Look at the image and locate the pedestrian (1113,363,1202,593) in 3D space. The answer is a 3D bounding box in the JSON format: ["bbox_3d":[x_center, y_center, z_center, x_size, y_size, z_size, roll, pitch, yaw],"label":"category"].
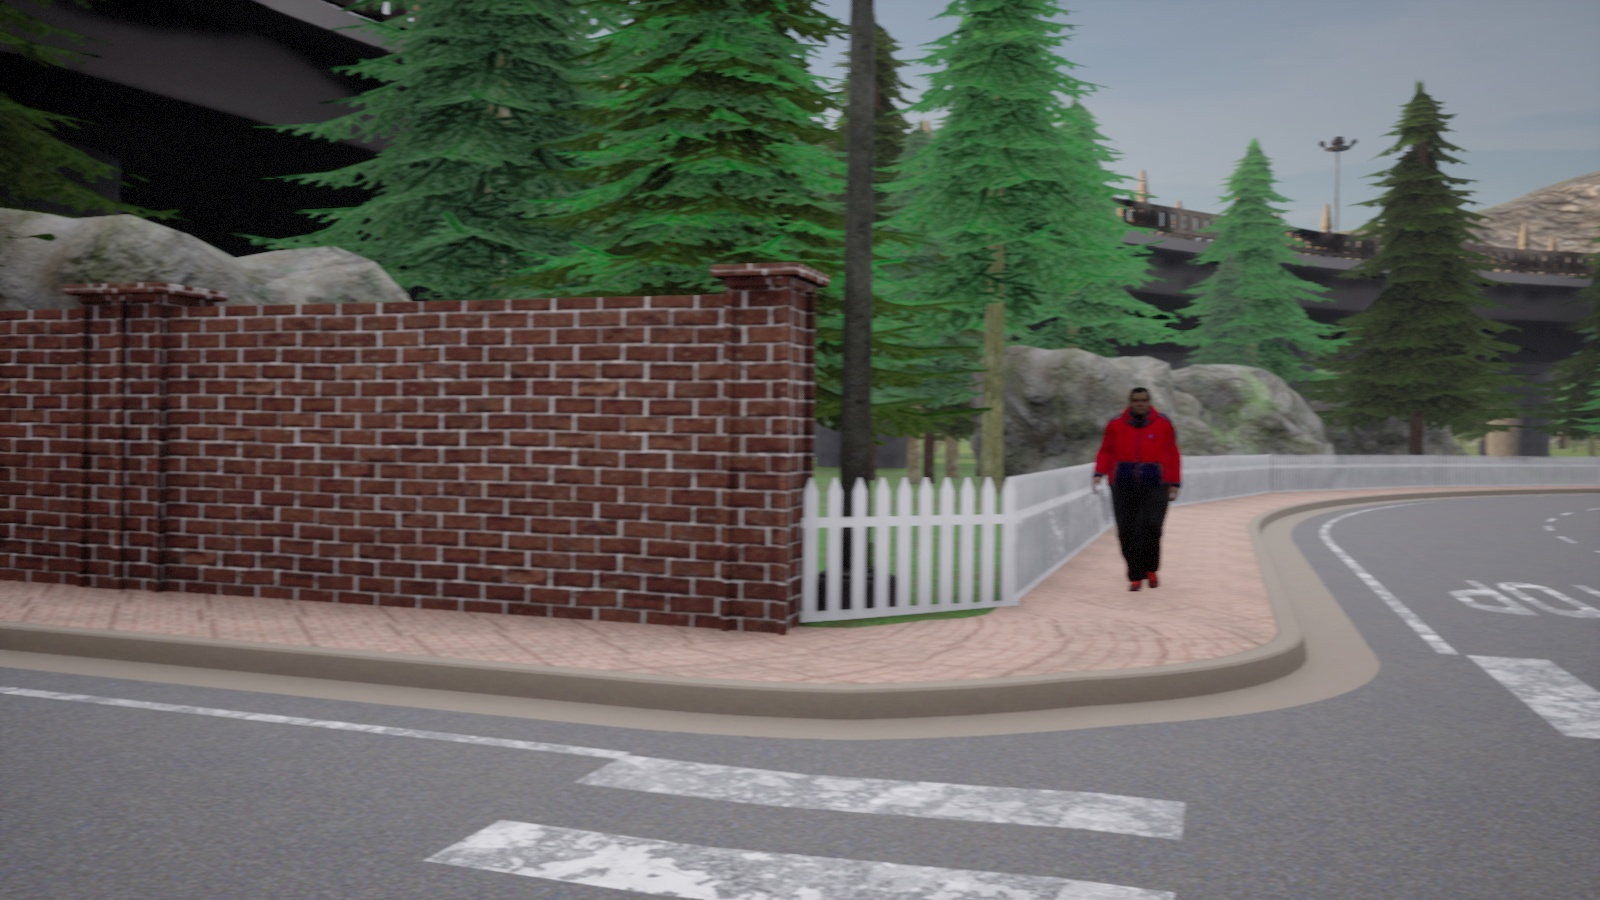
[{"bbox_3d":[3.019,0.219,10.567,0.634,1.844,0.899,0,1,21],"label":"pedestrian"}]
